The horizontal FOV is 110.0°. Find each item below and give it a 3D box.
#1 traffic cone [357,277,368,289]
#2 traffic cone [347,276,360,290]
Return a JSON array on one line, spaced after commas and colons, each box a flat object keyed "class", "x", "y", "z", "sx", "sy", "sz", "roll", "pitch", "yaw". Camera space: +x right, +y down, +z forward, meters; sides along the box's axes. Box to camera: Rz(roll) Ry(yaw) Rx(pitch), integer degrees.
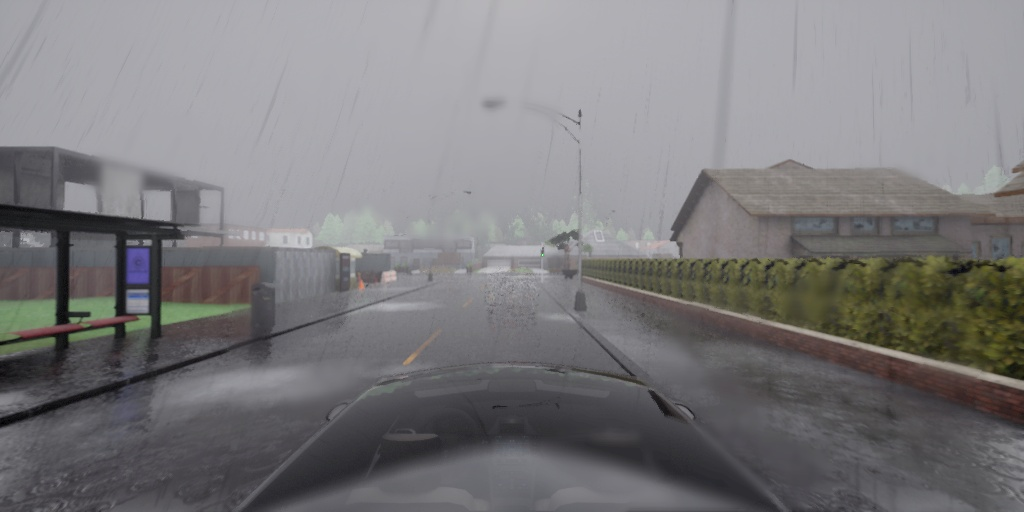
[{"class": "traffic cone", "x": -9.665, "y": 1.794, "z": 23.008, "sx": 0.344, "sy": 0.586, "sz": 0.344, "roll": 0, "pitch": 0, "yaw": 0}, {"class": "traffic cone", "x": -10.385, "y": 1.770, "z": 23.529, "sx": 0.344, "sy": 0.586, "sz": 0.344, "roll": 0, "pitch": 0, "yaw": 0}]
